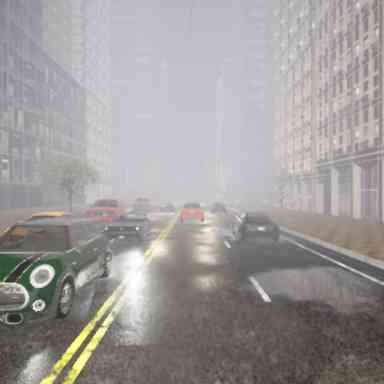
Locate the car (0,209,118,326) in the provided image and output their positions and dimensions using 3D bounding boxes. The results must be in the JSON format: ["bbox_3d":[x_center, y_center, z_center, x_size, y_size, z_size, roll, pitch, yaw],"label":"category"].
[{"bbox_3d":[-3.311,1.438,7.504,2.097,1.767,4.553,0,-1,0],"label":"car"}]

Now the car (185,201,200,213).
[{"bbox_3d":[0.070,2.015,44.553,1.812,1.442,4.674,0,0,1],"label":"car"}]

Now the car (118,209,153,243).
[{"bbox_3d":[-3.246,1.798,17.554,1.895,1.301,4.718,0,-1,0],"label":"car"}]

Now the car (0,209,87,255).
[{"bbox_3d":[-6.496,1.649,15.147,1.882,1.535,5.008,0,-1,0],"label":"car"}]

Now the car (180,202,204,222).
[{"bbox_3d":[0.017,1.684,29.871,2.097,1.767,4.553,0,-1,0],"label":"car"}]

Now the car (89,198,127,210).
[{"bbox_3d":[-6.493,1.509,25.720,2.150,2.045,5.566,0,-1,0],"label":"car"}]

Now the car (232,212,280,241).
[{"bbox_3d":[3.357,1.767,18.111,1.994,1.385,4.181,0,-1,0],"label":"car"}]

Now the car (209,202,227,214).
[{"bbox_3d":[3.355,1.993,42.468,1.812,1.442,4.674,0,-1,0],"label":"car"}]

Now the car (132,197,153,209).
[{"bbox_3d":[-6.487,1.733,44.532,2.150,2.045,5.566,0,-1,0],"label":"car"}]

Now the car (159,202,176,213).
[{"bbox_3d":[-3.238,2.061,44.474,1.994,1.385,4.181,0,-1,0],"label":"car"}]
